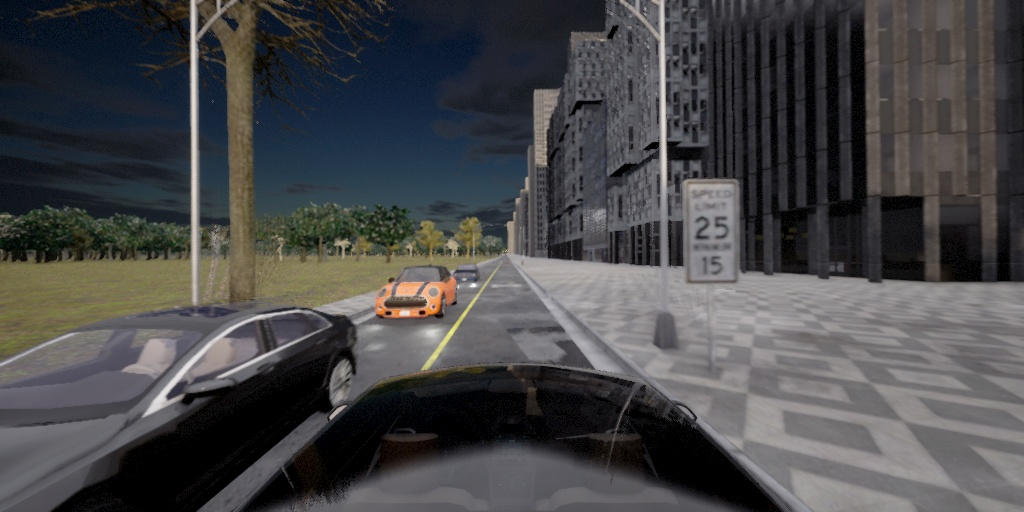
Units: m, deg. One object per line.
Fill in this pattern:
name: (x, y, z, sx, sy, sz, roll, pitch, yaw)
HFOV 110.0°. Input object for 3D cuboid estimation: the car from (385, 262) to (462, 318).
car: (-3.248, 1.125, 13.013, 2.097, 1.767, 4.553, -1, 0, -1)

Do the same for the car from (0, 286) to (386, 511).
car: (-3.096, 1.272, 3.274, 2.128, 1.511, 4.902, -1, 0, -1)

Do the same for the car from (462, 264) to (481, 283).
car: (-3.467, 1.308, 28.570, 2.033, 1.411, 5.357, -1, 0, -1)
